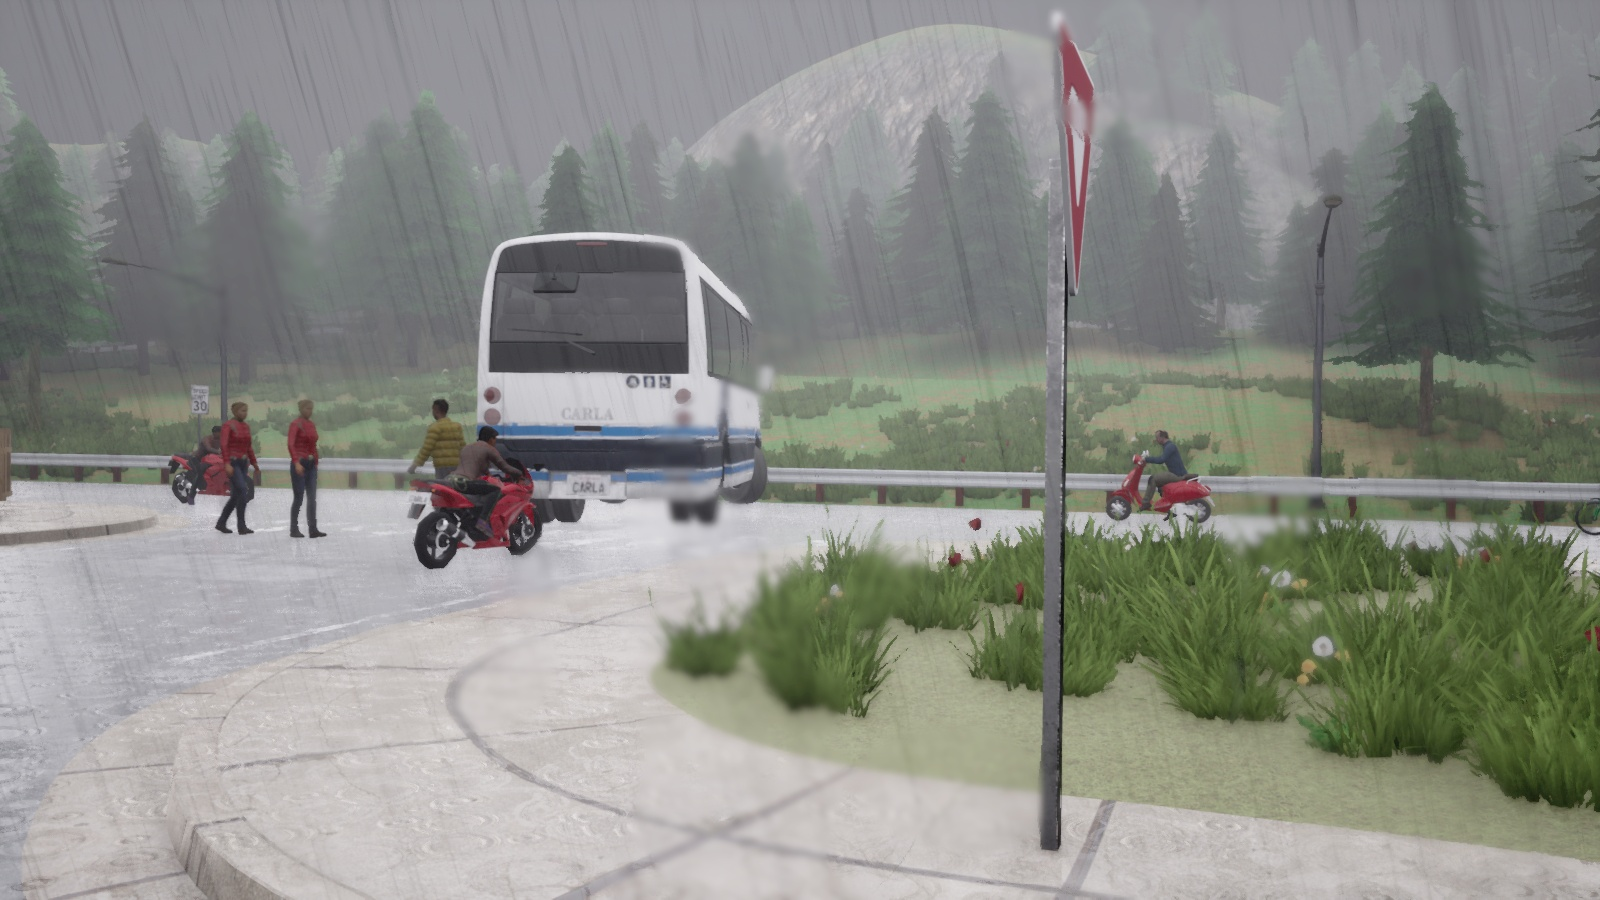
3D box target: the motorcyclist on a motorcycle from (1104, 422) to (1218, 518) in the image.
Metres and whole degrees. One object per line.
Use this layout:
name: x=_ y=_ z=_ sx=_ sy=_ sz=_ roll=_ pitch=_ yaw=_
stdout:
motorcyclist on a motorcycle: x=6.197 y=0.335 z=21.545 sx=1.817 sy=1.590 sz=0.866 roll=0 pitch=1 yaw=20

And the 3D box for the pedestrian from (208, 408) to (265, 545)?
pedestrian: x=-7.677 y=0.353 z=17.111 sx=0.636 sy=1.846 sz=0.331 roll=0 pitch=1 yaw=18

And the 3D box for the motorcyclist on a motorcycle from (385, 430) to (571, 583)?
motorcyclist on a motorcycle: x=-3.487 y=0.558 z=13.808 sx=0.797 sy=1.523 sz=2.044 roll=0 pitch=2 yaw=27

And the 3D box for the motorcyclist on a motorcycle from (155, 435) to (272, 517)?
motorcyclist on a motorcycle: x=-11.264 y=0.486 z=24.119 sx=2.044 sy=1.523 sz=0.797 roll=0 pitch=1 yaw=20

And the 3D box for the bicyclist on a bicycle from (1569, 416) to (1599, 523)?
bicyclist on a bicycle: x=12.717 y=0.291 z=19.193 sx=1.509 sy=1.612 sz=0.866 roll=0 pitch=1 yaw=20

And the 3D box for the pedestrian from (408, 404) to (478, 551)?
pedestrian: x=-4.556 y=0.339 z=16.033 sx=0.709 sy=1.840 sz=0.431 roll=0 pitch=1 yaw=22

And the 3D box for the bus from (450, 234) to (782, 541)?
bus: x=-2.654 y=-0.927 z=22.655 sx=3.944 sy=4.253 sz=10.273 roll=0 pitch=1 yaw=3

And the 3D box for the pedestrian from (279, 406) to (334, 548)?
pedestrian: x=-6.519 y=0.349 z=16.593 sx=0.636 sy=1.846 sz=0.331 roll=0 pitch=1 yaw=30
